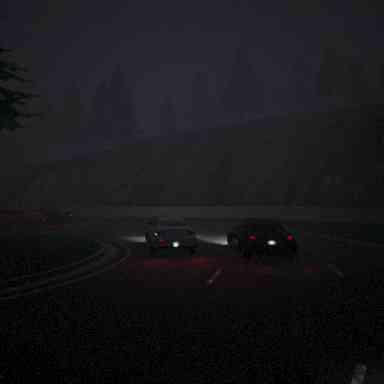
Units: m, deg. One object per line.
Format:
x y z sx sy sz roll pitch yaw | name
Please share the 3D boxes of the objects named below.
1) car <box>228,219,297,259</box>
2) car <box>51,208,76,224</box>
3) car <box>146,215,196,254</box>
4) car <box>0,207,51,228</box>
2.698 1.762 13.495 1.994 1.385 4.181 0 -1 -2 | car
-13.029 2.072 29.183 5.357 1.411 2.033 0 -1 -8 | car
-0.992 1.763 14.733 1.812 1.442 4.674 1 -1 -10 | car
-13.897 1.949 25.420 5.008 1.535 1.882 0 -1 -8 | car
